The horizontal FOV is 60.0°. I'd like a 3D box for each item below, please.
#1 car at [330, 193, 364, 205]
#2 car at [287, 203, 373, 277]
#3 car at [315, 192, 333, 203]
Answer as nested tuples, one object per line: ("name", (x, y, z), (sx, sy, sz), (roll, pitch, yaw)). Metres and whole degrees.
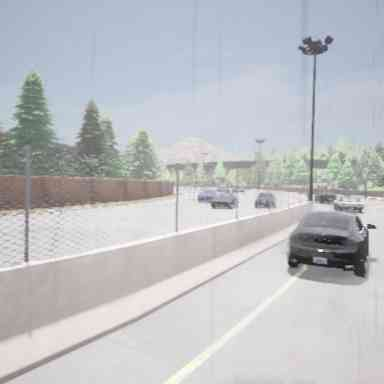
("car", (14.011, 1.072, 29.957), (1.895, 1.301, 4.718), (2, 2, 16))
("car", (4.181, 1.315, 9.860), (1.837, 1.490, 4.892), (2, 2, 29))
("car", (17.130, 0.673, 42.700), (1.882, 1.535, 5.008), (1, 2, 9))
